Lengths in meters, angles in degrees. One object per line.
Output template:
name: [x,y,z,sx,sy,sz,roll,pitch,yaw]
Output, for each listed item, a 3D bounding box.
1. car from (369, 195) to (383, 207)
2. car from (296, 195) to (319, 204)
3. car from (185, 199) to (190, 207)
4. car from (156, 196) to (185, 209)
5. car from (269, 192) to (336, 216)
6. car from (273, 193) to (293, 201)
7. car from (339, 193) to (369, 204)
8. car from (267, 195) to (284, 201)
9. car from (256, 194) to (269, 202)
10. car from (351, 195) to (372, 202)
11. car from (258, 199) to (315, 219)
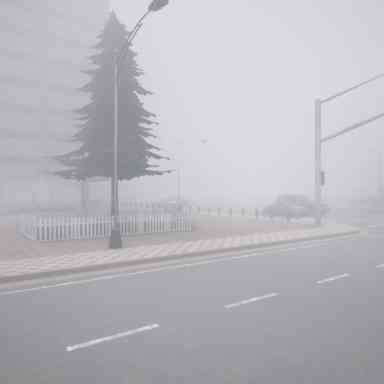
car: [27.334,1.153,45.441,1.932,1.855,4.605,0,0,-36]
car: [21.792,1.395,62.872,1.970,1.475,3.806,0,0,-36]
car: [-2.165,1.352,50.300,2.097,1.767,4.553,0,0,-35]
car: [-3.352,1.526,45.952,1.812,1.442,4.674,0,0,-36]
car: [10.612,1.221,32.469,2.150,2.045,5.566,0,0,-36]
car: [22.243,1.153,81.796,1.932,1.855,4.605,0,0,-36]
car: [35.502,1.153,72.750,1.932,1.855,4.605,0,0,-36]
car: [20.086,1.364,80.198,1.784,1.438,3.905,0,0,-36]
car: [17.728,1.395,78.519,1.970,1.475,3.806,0,0,-36]
car: [37.899,1.364,74.378,1.784,1.438,3.905,0,0,-36]
car: [8.321,1.564,29.659,1.994,1.385,4.181,0,0,-36]
